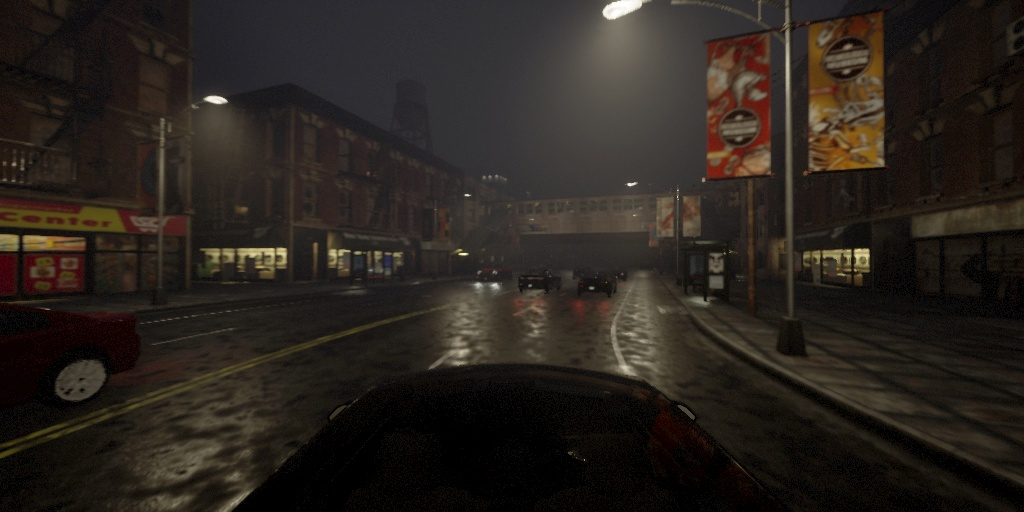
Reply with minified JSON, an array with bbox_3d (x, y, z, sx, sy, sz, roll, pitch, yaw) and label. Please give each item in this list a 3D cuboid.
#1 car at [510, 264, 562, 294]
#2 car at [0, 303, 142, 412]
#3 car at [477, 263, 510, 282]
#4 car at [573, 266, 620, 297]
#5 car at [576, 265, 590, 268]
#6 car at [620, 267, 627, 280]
[{"bbox_3d":[1.833,1.488,22.430,2.128,1.511,4.902,0,-1,20],"label":"car"},{"bbox_3d":[-6.812,1.223,3.456,1.882,1.535,5.008,0,-1,3],"label":"car"},{"bbox_3d":[-1.582,1.468,33.995,2.097,1.767,4.553,0,-1,21],"label":"car"},{"bbox_3d":[4.976,1.516,20.881,1.812,1.442,4.674,0,-1,21],"label":"car"},{"bbox_3d":[7.931,1.689,39.143,1.882,1.535,5.008,0,0,20],"label":"car"},{"bbox_3d":[10.768,1.795,36.712,1.895,1.301,4.718,0,-1,20],"label":"car"}]
